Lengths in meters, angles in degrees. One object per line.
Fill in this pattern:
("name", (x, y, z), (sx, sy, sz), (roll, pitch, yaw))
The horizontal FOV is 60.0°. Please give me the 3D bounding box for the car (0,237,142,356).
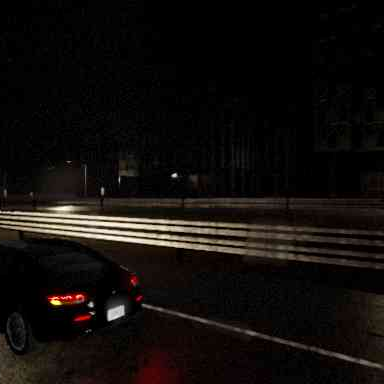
("car", (-2.959, 1.579, 6.103), (4.674, 1.442, 1.812), (-1, 0, 36))
